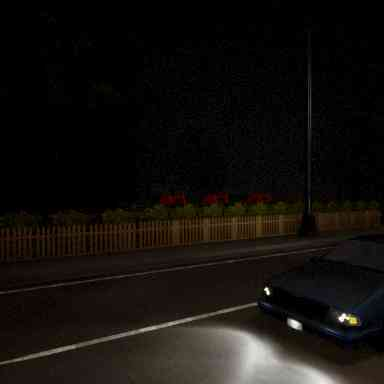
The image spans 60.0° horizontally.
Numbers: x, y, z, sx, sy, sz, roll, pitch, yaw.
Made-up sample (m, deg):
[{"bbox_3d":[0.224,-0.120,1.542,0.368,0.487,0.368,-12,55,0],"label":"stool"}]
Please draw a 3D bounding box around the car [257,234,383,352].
[{"bbox_3d":[3.766,1.547,6.268,5.357,1.411,2.033,0,0,-32],"label":"car"}]
